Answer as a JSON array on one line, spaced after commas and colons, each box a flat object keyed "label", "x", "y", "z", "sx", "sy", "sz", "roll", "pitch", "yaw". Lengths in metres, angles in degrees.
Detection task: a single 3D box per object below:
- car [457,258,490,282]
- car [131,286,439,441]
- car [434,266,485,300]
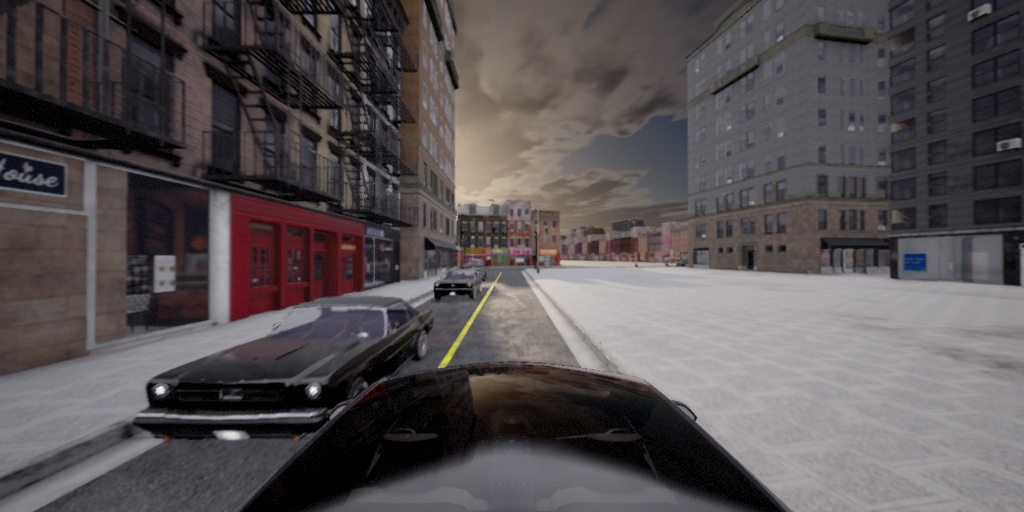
[{"label": "car", "x": -2.529, "y": 0.904, "z": 23.967, "sx": 2.128, "sy": 1.511, "sz": 4.902, "roll": 0, "pitch": 0, "yaw": 0}, {"label": "car", "x": -2.603, "y": 1.354, "z": 5.528, "sx": 1.895, "sy": 1.301, "sz": 4.718, "roll": 0, "pitch": 0, "yaw": 0}, {"label": "car", "x": -2.607, "y": 1.360, "z": 18.035, "sx": 1.895, "sy": 1.301, "sz": 4.718, "roll": 0, "pitch": 0, "yaw": 0}]
